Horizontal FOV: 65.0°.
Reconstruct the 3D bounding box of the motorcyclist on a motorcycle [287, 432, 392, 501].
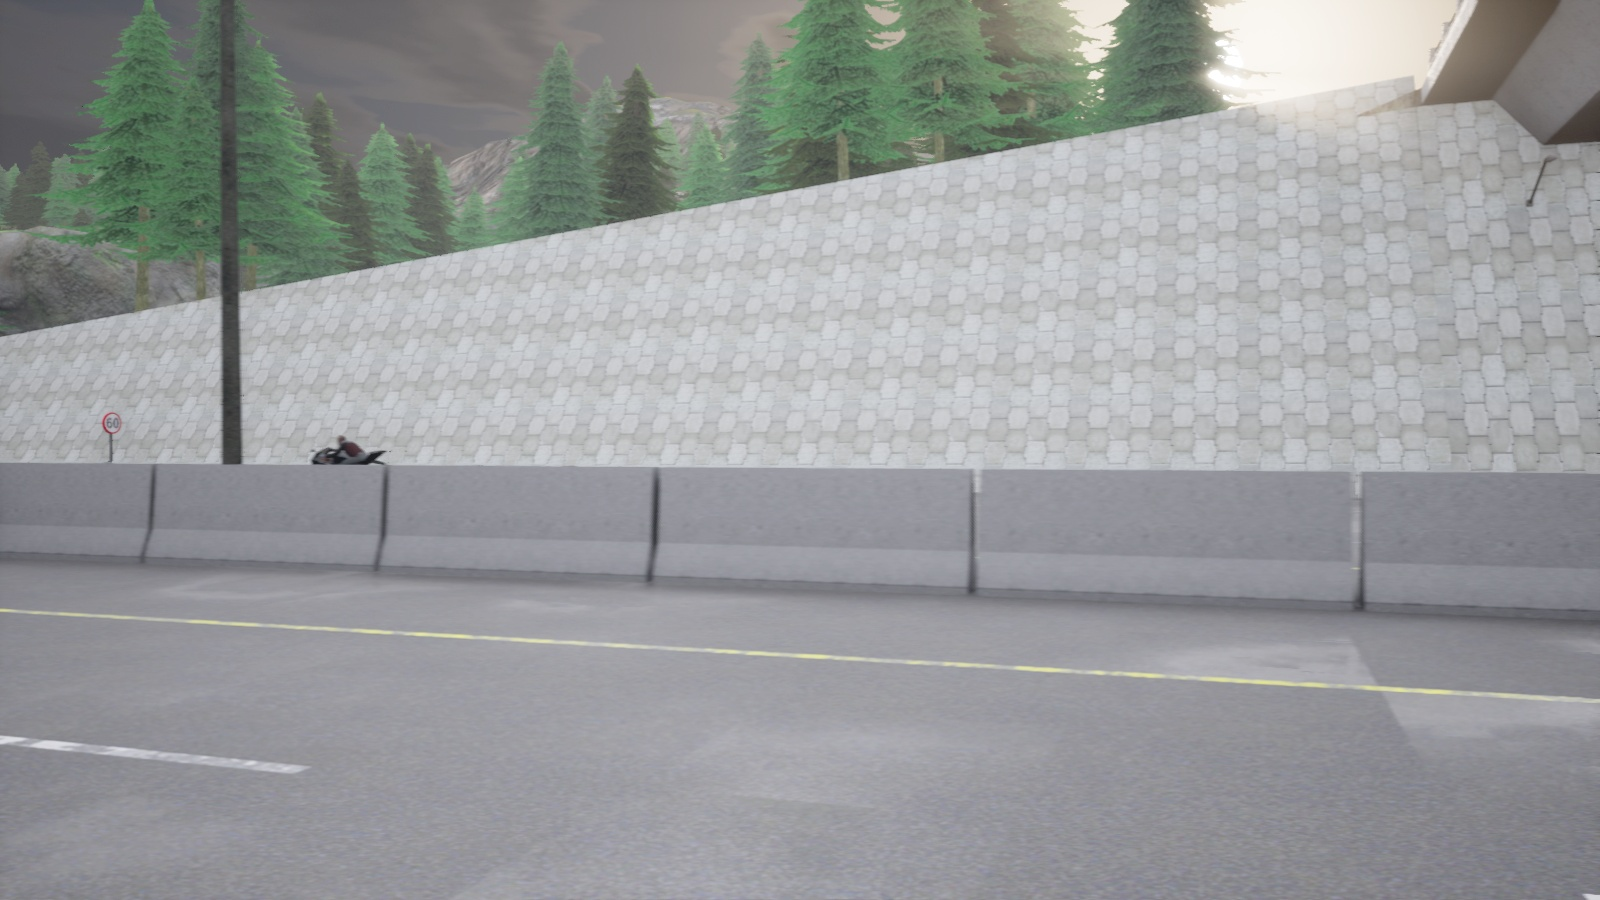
[{"bbox_3d":[-10.602,0.359,28.915,2.191,1.530,0.866,1,1,19],"label":"motorcyclist on a motorcycle"}]
